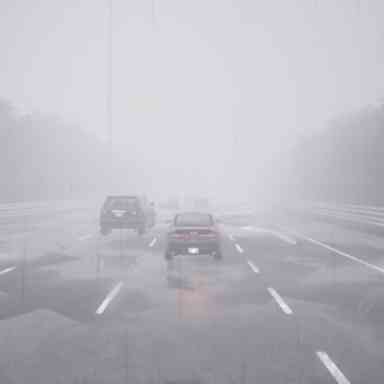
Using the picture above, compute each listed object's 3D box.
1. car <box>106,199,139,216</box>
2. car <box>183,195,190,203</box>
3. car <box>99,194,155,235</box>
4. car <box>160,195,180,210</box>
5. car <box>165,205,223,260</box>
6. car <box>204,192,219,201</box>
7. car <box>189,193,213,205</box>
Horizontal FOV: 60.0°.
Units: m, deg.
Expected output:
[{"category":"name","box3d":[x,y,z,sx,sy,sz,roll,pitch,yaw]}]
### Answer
[{"category":"car","box3d":[-6.432,1.424,31.127,1.994,1.385,4.181,0,0,3]},{"category":"car","box3d":[-0.505,1.236,62.004,2.033,1.411,5.357,0,0,6]},{"category":"car","box3d":[-3.364,1.136,18.193,2.150,2.045,5.566,0,0,1]},{"category":"car","box3d":[-2.539,1.409,39.117,1.895,1.301,4.718,0,0,4]},{"category":"car","box3d":[0.068,1.443,12.134,1.837,1.490,4.892,0,0,1]},{"category":"car","box3d":[3.867,1.205,68.933,1.994,1.385,4.181,0,0,7]},{"category":"car","box3d":[1.210,1.272,42.097,2.128,1.511,4.902,0,0,4]}]
